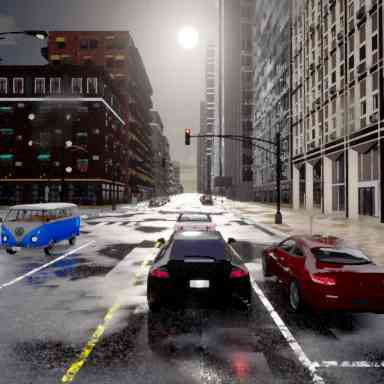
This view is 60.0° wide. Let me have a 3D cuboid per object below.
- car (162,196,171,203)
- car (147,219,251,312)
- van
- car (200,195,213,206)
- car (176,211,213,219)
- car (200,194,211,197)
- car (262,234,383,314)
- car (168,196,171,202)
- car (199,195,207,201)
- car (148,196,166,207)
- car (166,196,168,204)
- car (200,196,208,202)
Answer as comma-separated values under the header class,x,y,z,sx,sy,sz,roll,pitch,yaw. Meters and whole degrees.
class,x,y,z,sx,sy,sz,roll,pitch,yaw
car,-5.610,1.598,73.558,1.802,1.307,4.206,1,0,0
car,0.112,1.566,7.797,1.994,1.385,4.181,0,0,-1
van,-5.750,1.345,13.024,1.690,1.788,3.998,1,0,0
car,2.754,1.596,56.589,1.802,1.307,4.206,1,0,0
car,0.111,1.606,16.614,1.895,1.301,4.718,0,0,0
car,2.764,1.330,62.244,2.192,1.841,5.009,1,0,0
car,2.708,1.584,7.332,1.802,1.307,4.206,1,0,0
car,-5.620,1.580,62.249,1.947,1.339,4.313,1,0,0
car,2.781,1.569,84.862,2.008,1.369,4.403,1,0,0
car,-5.631,1.563,50.940,2.008,1.369,4.403,1,0,0
car,-5.625,1.564,56.594,2.008,1.369,4.403,1,0,0
car,2.775,1.599,79.208,1.802,1.307,4.206,1,0,0
